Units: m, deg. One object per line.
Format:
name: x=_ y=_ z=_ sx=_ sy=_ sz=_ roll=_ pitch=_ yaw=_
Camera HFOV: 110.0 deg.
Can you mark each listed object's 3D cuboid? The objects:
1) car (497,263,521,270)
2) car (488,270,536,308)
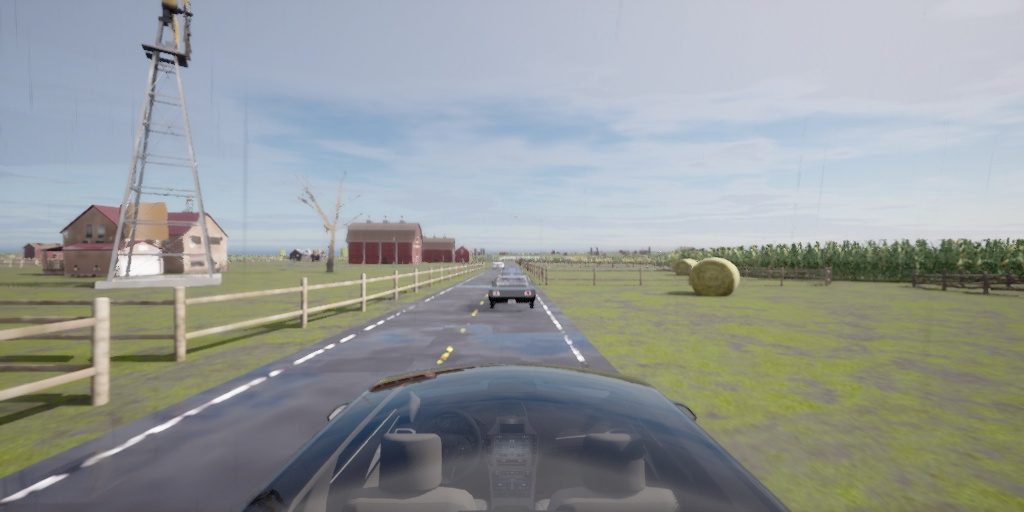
car: x=0.006 y=1.576 z=30.832 sx=2.033 sy=1.411 sz=5.357 roll=0 pitch=-1 yaw=0
car: x=0.004 y=1.485 z=15.947 sx=1.895 sy=1.301 sz=4.718 roll=0 pitch=-1 yaw=0
